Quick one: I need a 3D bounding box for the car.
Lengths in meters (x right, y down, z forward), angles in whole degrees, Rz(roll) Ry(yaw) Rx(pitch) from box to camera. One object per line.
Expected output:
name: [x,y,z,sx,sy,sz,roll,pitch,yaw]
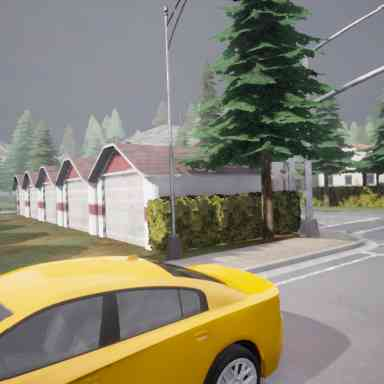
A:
car: [-1.296,1.455,3.068,5.008,1.535,1.882,-2,1,-35]
